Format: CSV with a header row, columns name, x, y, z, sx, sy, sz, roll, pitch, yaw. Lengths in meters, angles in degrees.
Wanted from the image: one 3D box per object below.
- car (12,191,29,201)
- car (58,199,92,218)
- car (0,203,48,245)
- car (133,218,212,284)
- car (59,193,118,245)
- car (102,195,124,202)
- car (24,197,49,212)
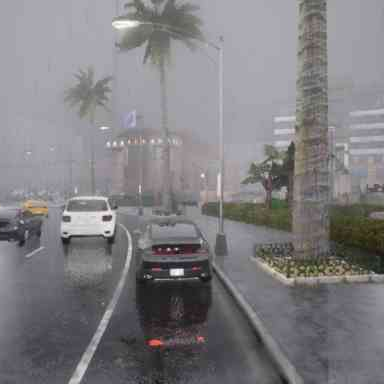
name,x,y,z,sx,sy,sz,roll,pitch,yaw
car,-37.893,1.221,71.704,4.553,1.767,2.185,0,0,21
car,-11.229,1.468,31.668,1.882,1.535,5.008,0,0,-33
car,-8.232,1.501,15.298,1.837,1.490,4.892,0,0,-13
car,-0.632,1.504,9.664,1.837,1.490,4.892,0,0,-7
car,-4.735,1.213,15.759,2.150,2.045,5.566,0,0,-12
car,-18.150,1.405,76.319,4.674,1.452,2.002,0,0,21
car,-14.205,1.466,29.821,1.882,1.535,5.008,0,0,-33
